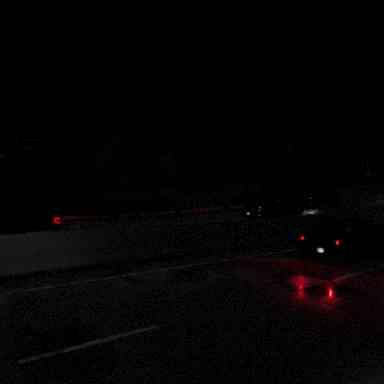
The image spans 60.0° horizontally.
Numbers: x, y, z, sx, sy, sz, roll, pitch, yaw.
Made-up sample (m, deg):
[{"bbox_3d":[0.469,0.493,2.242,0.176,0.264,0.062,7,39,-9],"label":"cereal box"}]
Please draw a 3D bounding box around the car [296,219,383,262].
[{"bbox_3d":[6.101,1.642,12.392,4.718,1.301,1.895,0,0,-35],"label":"car"}]

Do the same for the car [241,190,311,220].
[{"bbox_3d":[6.311,1.115,25.681,5.566,2.045,2.150,-2,1,-35],"label":"car"}]

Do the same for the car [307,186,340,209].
[{"bbox_3d":[13.185,0.502,34.877,5.566,2.045,2.150,-5,3,-35],"label":"car"}]

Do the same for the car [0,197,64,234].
[{"bbox_3d":[-7.439,1.223,11.583,5.566,2.045,2.150,0,0,-35],"label":"car"}]
